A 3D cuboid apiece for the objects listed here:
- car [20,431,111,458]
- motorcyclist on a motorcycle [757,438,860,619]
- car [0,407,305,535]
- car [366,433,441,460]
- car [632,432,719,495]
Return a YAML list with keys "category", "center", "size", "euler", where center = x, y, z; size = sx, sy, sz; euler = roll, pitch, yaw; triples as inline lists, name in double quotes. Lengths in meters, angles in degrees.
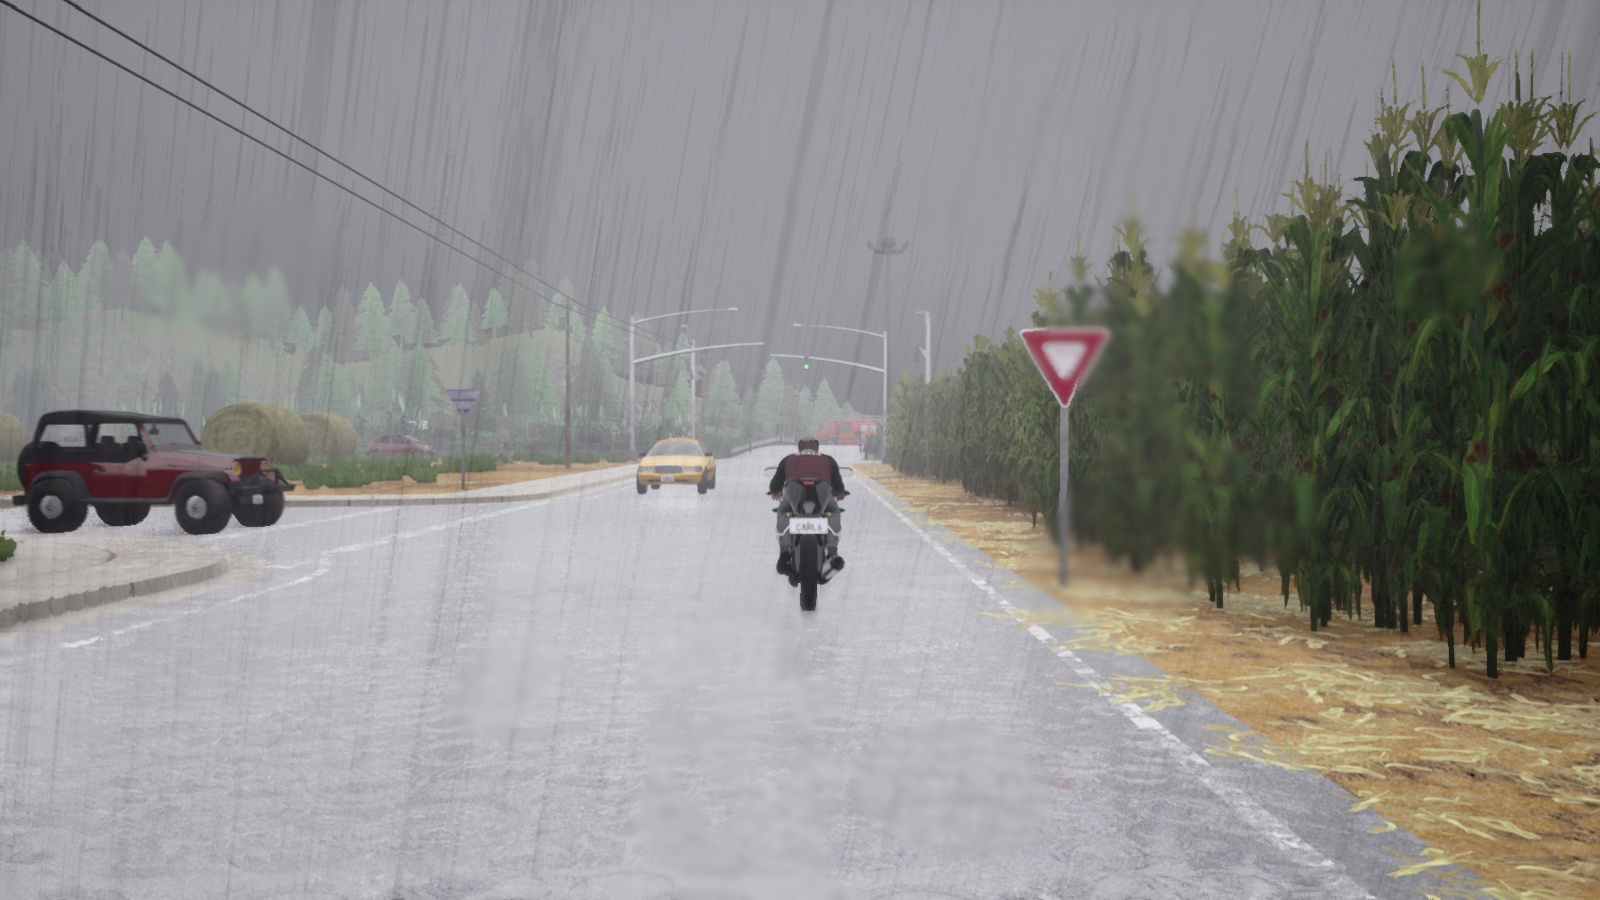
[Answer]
- category: "car"
  center: [-47.524, -0.360, 81.348]
  size: [4.611, 1.667, 2.242]
  euler: [0, 1, 3]
- category: "motorcyclist on a motorcycle"
  center: [0.079, 0.654, 11.709]
  size: [0.866, 1.530, 2.191]
  euler: [0, 1, 0]
- category: "car"
  center: [-10.038, 0.295, 19.606]
  size: [3.866, 1.878, 1.905]
  euler: [0, 0, 6]
- category: "car"
  center: [-24.120, -0.236, 76.506]
  size: [3.988, 1.617, 1.851]
  euler: [0, 1, 3]
- category: "car"
  center: [-3.299, 0.312, 34.265]
  size: [1.801, 1.575, 5.366]
  euler: [0, 1, 0]
